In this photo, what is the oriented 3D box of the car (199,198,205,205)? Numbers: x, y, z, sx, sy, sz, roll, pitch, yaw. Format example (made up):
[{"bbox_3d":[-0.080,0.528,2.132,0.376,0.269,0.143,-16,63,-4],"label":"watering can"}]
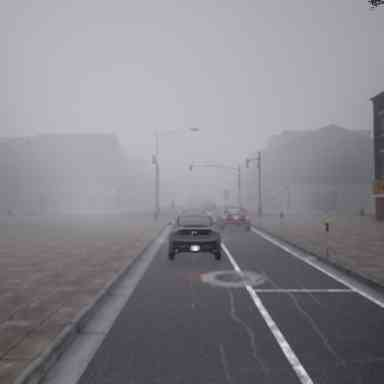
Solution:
[{"bbox_3d":[2.658,2.118,54.213,1.947,1.339,4.313,1,-1,0],"label":"car"}]

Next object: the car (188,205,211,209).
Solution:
[{"bbox_3d":[0.097,1.797,23.116,1.895,1.301,4.718,0,-1,0],"label":"car"}]

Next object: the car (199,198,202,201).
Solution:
[{"bbox_3d":[2.659,2.159,59.819,1.752,1.417,4.829,1,-1,0],"label":"car"}]

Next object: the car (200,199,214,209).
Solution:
[{"bbox_3d":[2.658,2.045,48.776,1.947,1.339,4.313,1,-1,0],"label":"car"}]

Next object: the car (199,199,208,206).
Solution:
[{"bbox_3d":[2.658,2.420,76.130,1.752,1.417,4.829,1,-1,0],"label":"car"}]

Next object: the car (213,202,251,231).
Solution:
[{"bbox_3d":[2.664,1.626,22.032,1.967,1.590,4.097,2,-1,0],"label":"car"}]

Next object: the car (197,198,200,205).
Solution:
[{"bbox_3d":[2.657,2.367,70.523,1.947,1.339,4.313,1,-1,0],"label":"car"}]

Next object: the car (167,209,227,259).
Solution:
[{"bbox_3d":[0.071,1.607,13.073,1.837,1.490,4.892,0,-1,-1],"label":"car"}]

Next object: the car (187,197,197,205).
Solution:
[{"bbox_3d":[0.003,2.159,78.910,2.150,2.045,5.566,0,-1,0],"label":"car"}]

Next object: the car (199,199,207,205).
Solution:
[{"bbox_3d":[2.657,2.513,81.567,1.752,1.417,4.829,1,-1,0],"label":"car"}]

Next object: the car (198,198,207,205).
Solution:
[{"bbox_3d":[2.661,2.396,86.839,2.192,1.841,5.009,1,-1,0],"label":"car"}]
